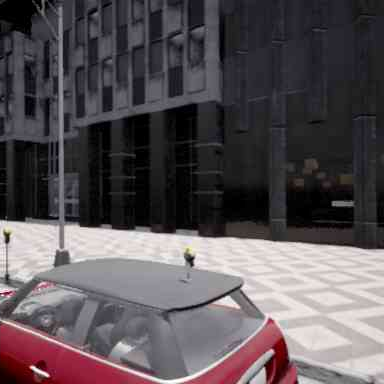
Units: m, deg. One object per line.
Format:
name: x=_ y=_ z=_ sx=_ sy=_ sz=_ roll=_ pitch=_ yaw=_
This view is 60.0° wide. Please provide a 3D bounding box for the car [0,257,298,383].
car: x=-1.087 y=1.469 z=3.621 sx=4.097 sy=1.590 sz=1.967 roll=-1 pitch=0 yaw=35
